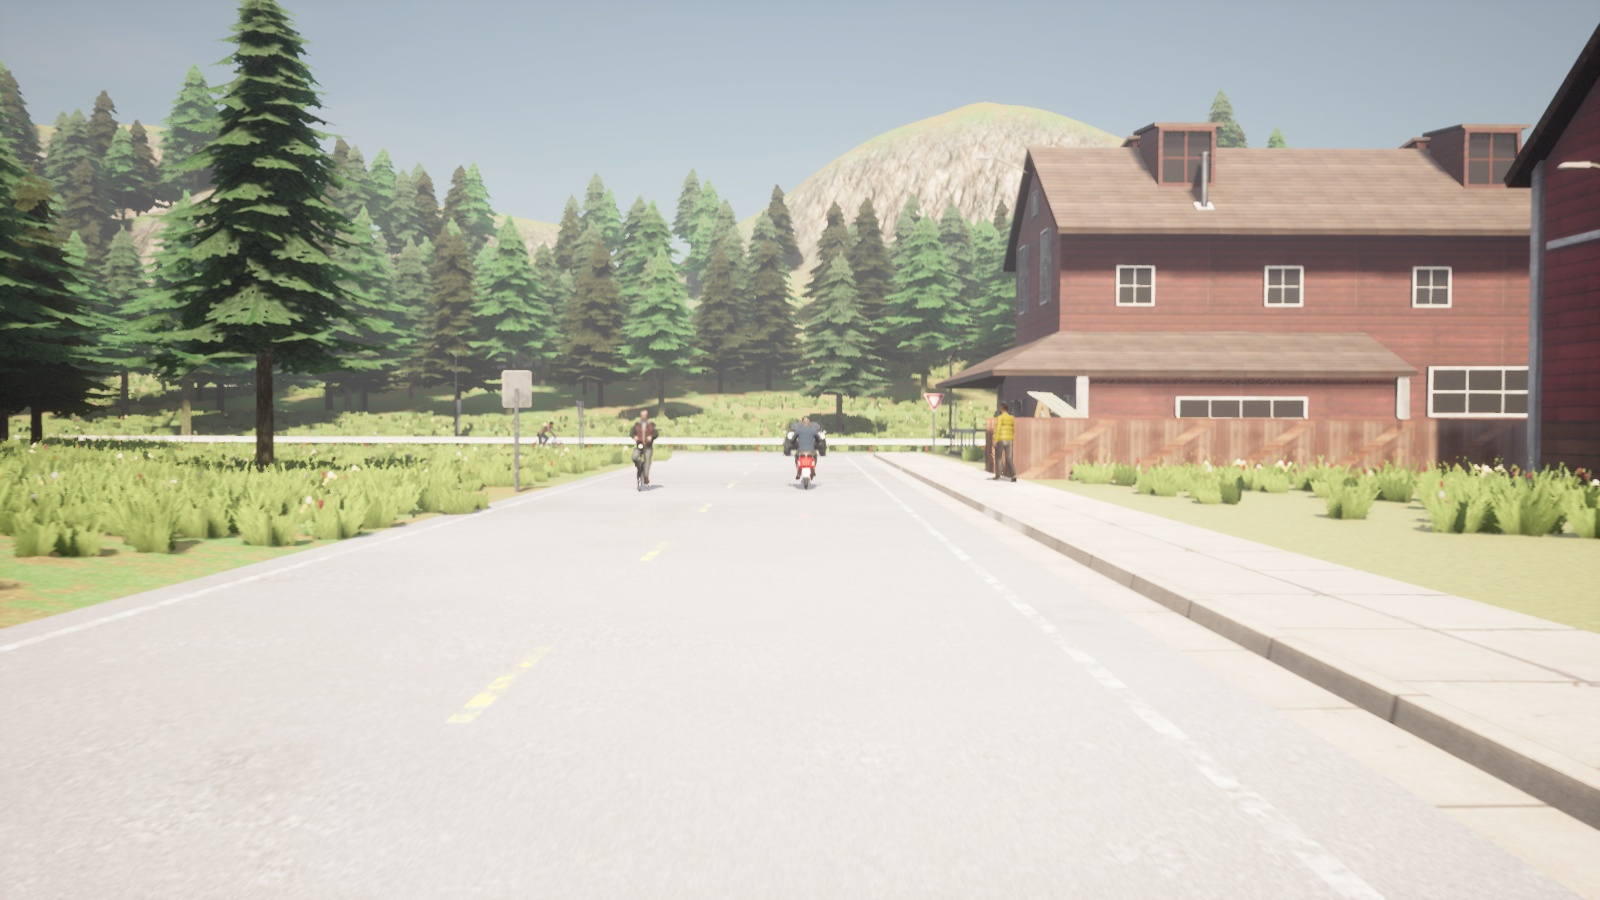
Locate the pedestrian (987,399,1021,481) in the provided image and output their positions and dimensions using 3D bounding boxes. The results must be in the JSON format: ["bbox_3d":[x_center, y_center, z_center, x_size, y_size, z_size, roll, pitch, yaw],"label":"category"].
[{"bbox_3d":[4.621,-0.225,28.511,0.431,1.840,0.709,0,1,-24],"label":"pedestrian"}]

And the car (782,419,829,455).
[{"bbox_3d":[0.206,-0.574,55.966,2.007,1.525,4.514,0,1,-1],"label":"car"}]

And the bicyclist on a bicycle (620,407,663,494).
[{"bbox_3d":[-3.367,-0.007,26.774,0.659,1.776,1.843,0,1,0],"label":"bicyclist on a bicycle"}]

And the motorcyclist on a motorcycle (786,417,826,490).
[{"bbox_3d":[0.139,0.053,28.500,0.866,1.590,1.817,0,1,0],"label":"motorcyclist on a motorcycle"}]
